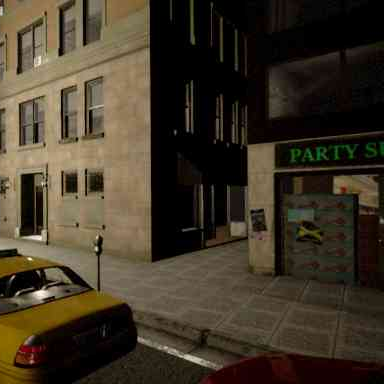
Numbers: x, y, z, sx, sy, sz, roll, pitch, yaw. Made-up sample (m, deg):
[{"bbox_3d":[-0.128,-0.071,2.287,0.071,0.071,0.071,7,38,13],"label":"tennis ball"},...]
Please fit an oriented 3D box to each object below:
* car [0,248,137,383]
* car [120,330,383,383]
[{"bbox_3d":[-2.955,1.526,4.970,4.829,1.417,1.752,0,-1,36],"label":"car"},{"bbox_3d":[1.799,1.582,1.571,4.206,1.307,1.802,0,-1,36],"label":"car"}]
